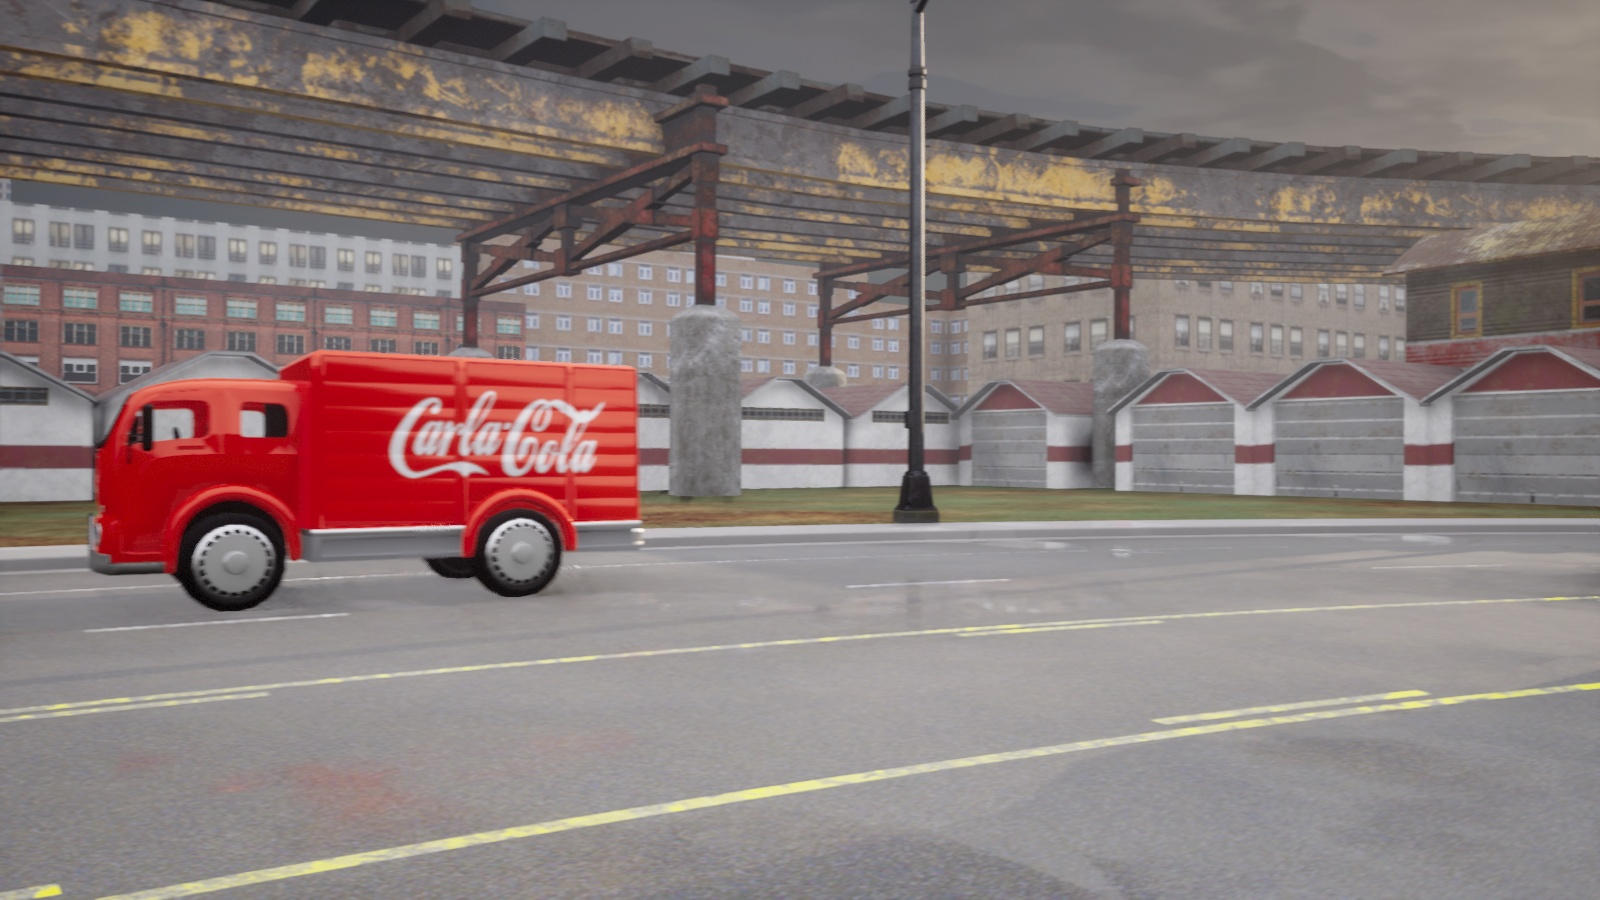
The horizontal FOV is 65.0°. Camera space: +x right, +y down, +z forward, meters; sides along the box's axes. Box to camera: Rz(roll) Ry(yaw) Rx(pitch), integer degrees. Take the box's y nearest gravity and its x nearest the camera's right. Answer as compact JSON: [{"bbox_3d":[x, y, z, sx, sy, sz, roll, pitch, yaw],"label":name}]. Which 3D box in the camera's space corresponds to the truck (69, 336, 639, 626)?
[{"bbox_3d":[-4.627,0.293,13.152,5.204,2.467,2.627,0,-1,-31],"label":"truck"}]
